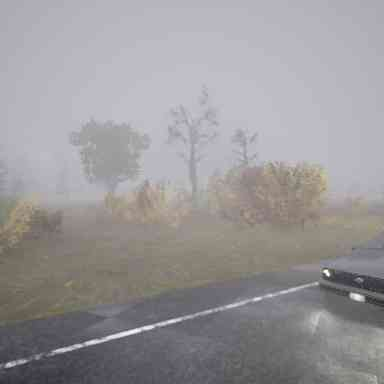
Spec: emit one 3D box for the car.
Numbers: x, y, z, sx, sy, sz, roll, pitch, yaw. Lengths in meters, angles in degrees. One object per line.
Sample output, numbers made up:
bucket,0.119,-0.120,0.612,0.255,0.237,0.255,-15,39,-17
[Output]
car,5.217,1.545,7.641,5.357,1.411,2.033,0,0,-35
